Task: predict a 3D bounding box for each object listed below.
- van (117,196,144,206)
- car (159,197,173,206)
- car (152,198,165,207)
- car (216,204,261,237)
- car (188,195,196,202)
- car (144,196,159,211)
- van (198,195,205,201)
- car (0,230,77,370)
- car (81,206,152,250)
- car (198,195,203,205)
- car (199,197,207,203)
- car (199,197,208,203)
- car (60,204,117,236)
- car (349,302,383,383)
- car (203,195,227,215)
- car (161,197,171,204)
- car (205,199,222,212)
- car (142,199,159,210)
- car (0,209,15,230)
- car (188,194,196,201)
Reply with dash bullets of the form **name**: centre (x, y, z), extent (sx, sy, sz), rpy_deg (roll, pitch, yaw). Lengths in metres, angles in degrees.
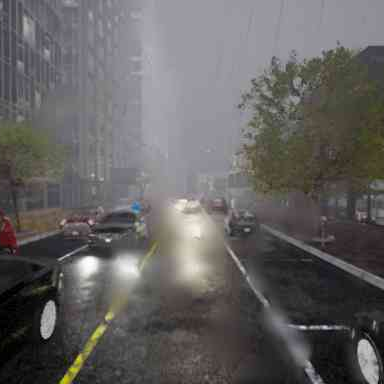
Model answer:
- **van**: centre (-5.737, 1.450, 30.153), extent (1.690, 1.788, 3.998), rpy_deg (-1, 0, 0)
- **car**: centre (-3.047, 1.285, 42.084), extent (2.128, 1.511, 4.902), rpy_deg (0, 0, 0)
- **car**: centre (-5.766, 1.745, 57.827), extent (1.887, 1.381, 4.507), rpy_deg (-1, 0, 0)
- **car**: centre (2.672, 1.609, 18.348), extent (2.008, 1.369, 4.403), rpy_deg (-1, 0, 0)
- **car**: centre (-0.093, 1.792, 81.530), extent (1.812, 1.442, 4.674), rpy_deg (0, 0, 0)
- **car**: centre (-5.750, 1.461, 41.223), extent (2.192, 1.841, 5.009), rpy_deg (-1, 0, 0)
- **van**: centre (2.571, 1.639, 91.033), extent (1.690, 1.788, 3.998), rpy_deg (-1, 0, 0)
- **car**: centre (-3.101, 1.495, 3.619), extent (1.882, 1.535, 5.008), rpy_deg (0, 0, 0)
- **car**: centre (-3.101, 1.560, 14.716), extent (1.837, 1.490, 4.892), rpy_deg (0, 0, 0)
- **car**: centre (2.604, 1.522, 63.361), extent (2.192, 1.841, 5.009), rpy_deg (-1, 0, 0)
- **car**: centre (2.588, 1.843, 79.963), extent (1.802, 1.307, 4.206), rpy_deg (-1, 0, 0)
- **car**: centre (2.595, 1.809, 74.429), extent (1.947, 1.339, 4.313), rpy_deg (-1, 0, 0)
- **car**: centre (-5.733, 1.510, 18.356), extent (1.967, 1.590, 4.097), rpy_deg (-1, 0, 0)
- **car**: centre (2.809, 1.556, 2.481), extent (2.008, 1.369, 4.403), rpy_deg (-1, 0, 0)
- **car**: centre (2.636, 1.431, 35.688), extent (2.192, 1.841, 5.009), rpy_deg (-1, 0, 0)
- **car**: centre (-5.786, 1.779, 74.261), extent (1.752, 1.417, 4.829), rpy_deg (-1, 0, 0)
- **car**: centre (2.633, 1.660, 41.392), extent (1.752, 1.417, 4.829), rpy_deg (-1, 0, 0)
- **car**: centre (-5.753, 1.688, 46.587), extent (1.752, 1.417, 4.829), rpy_deg (-1, 0, 0)
- **car**: centre (-5.812, 1.348, 7.287), extent (2.192, 1.841, 5.009), rpy_deg (-1, 0, 0)
- **car**: centre (-0.105, 1.487, 91.466), extent (2.097, 1.767, 4.553), rpy_deg (0, 0, 0)
